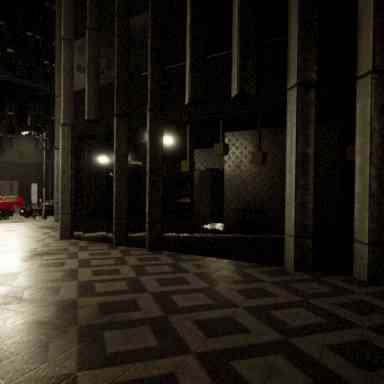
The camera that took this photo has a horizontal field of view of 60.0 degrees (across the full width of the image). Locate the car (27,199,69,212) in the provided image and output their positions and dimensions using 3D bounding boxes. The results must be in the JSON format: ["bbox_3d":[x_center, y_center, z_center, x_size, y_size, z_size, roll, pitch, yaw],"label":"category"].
[{"bbox_3d":[-17.566,1.633,40.752,1.947,1.339,4.313,1,0,35],"label":"car"}]

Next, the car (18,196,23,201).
[{"bbox_3d":[-20.818,1.353,36.142,2.192,1.841,5.009,1,0,35],"label":"car"}]

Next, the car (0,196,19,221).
[{"bbox_3d":[-17.116,1.463,26.607,2.192,1.841,5.009,1,0,35],"label":"car"}]

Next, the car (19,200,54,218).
[{"bbox_3d":[-13.864,1.742,31.218,1.947,1.339,4.313,1,0,35],"label":"car"}]
